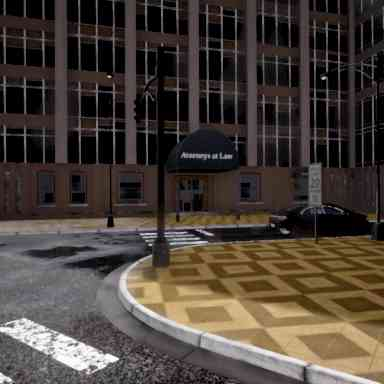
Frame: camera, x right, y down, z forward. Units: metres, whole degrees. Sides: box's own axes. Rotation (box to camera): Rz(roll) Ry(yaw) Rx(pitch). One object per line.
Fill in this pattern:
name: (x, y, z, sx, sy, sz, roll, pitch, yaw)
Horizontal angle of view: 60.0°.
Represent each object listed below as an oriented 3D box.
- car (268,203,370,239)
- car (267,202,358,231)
car: (6.075, 1.309, 15.896, 4.902, 1.511, 2.128, 0, 0, -14)
car: (6.829, 1.345, 19.019, 4.674, 1.442, 1.812, 0, 0, -14)
